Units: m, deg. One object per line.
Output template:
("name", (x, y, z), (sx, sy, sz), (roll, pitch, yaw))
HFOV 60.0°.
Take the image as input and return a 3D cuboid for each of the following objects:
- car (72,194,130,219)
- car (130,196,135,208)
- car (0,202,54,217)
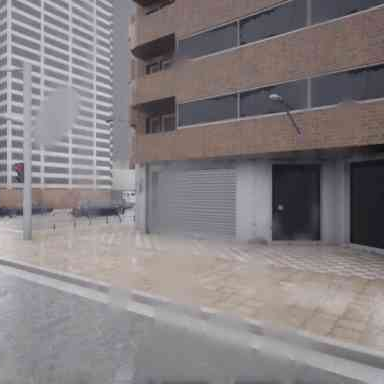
("car", (-8.023, 1.353, 29.027), (2.097, 1.767, 4.553), (0, 0, 36))
("car", (-9.383, 1.547, 39.393), (2.033, 1.411, 5.357), (0, 0, 36))
("car", (-15.533, 1.601, 30.932), (1.895, 1.301, 4.718), (0, 0, 36))
